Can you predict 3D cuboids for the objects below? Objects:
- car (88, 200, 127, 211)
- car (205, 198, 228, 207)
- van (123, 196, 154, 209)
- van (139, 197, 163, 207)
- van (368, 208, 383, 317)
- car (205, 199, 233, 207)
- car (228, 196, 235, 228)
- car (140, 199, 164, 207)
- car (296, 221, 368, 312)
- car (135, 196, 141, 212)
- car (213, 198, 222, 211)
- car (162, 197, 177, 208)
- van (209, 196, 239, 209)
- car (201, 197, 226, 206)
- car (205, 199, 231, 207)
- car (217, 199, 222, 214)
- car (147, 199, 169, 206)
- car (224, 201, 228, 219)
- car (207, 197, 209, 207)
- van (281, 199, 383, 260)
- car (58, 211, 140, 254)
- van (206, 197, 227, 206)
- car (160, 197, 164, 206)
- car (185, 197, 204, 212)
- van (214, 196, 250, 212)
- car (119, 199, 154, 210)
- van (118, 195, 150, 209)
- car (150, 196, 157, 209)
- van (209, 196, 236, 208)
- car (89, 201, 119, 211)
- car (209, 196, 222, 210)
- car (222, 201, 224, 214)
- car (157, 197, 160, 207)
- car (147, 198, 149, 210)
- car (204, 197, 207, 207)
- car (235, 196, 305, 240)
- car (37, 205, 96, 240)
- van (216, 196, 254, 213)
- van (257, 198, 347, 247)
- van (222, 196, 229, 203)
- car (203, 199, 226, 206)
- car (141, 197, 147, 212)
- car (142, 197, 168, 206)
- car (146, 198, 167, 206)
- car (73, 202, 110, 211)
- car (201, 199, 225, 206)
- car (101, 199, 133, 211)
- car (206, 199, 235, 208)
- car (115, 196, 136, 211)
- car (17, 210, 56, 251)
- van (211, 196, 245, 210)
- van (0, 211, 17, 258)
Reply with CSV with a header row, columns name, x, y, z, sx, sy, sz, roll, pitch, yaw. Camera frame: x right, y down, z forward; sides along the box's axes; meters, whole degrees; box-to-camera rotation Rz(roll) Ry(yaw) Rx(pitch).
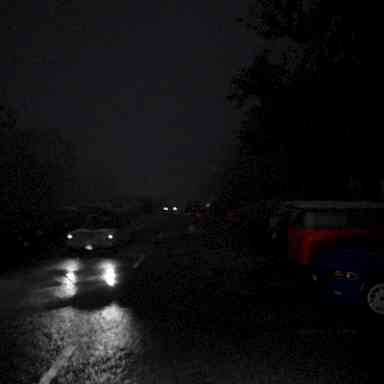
name,x,y,z,sx,sy,sz,roll,pitch,yaw
car,-8.051,1.622,26.401,4.892,1.521,2.231,0,0,0
car,4.997,2.078,67.825,4.553,1.767,2.185,0,-1,0
van,-8.165,1.616,51.370,4.442,1.987,1.878,0,-1,0
van,-7.934,1.920,65.248,4.442,1.987,1.878,0,-1,0
van,4.931,1.268,4.119,4.442,1.987,1.878,0,0,0
car,5.024,2.081,62.283,5.008,1.535,2.097,0,-1,0
car,5.009,1.321,17.985,5.566,2.045,2.435,0,0,0
car,-8.049,2.247,68.018,4.674,1.452,2.002,0,-1,0
car,5.044,1.507,6.903,5.008,1.535,2.097,0,0,0
car,-8.077,1.544,34.730,4.553,1.767,2.185,0,0,0
car,5.029,1.669,34.605,5.008,1.535,2.097,0,0,0
car,-3.559,2.010,56.943,1.812,1.442,4.674,0,-1,0
van,4.914,1.613,51.210,4.442,1.987,1.878,0,-1,0
car,5.054,2.203,78.902,5.566,2.045,2.435,0,-2,0
car,5.024,2.145,65.178,5.008,1.535,2.097,0,-1,0
car,5.032,1.693,31.834,4.674,1.452,2.002,0,0,0
car,-8.047,2.461,79.116,5.008,1.535,2.097,0,-1,0
car,5.030,1.604,23.525,5.008,1.535,2.097,0,0,0
car,5.037,1.777,48.436,5.008,1.535,2.097,0,-1,0
van,5.155,1.297,9.675,4.442,1.987,1.878,0,0,0
car,-3.603,1.669,13.909,1.895,1.301,4.718,0,0,0
van,5.145,2.038,70.597,4.442,1.987,1.878,0,-1,0
car,-8.045,2.085,62.467,5.008,1.535,2.097,0,-1,0
car,0.090,1.728,42.651,2.128,1.511,4.902,0,0,0
van,5.149,1.493,42.917,4.442,1.987,1.878,0,0,0
car,-8.019,1.810,48.583,4.792,1.488,2.163,0,-1,0
van,-8.164,1.493,43.059,4.442,1.987,1.878,0,0,0
car,-8.019,1.484,45.835,5.566,2.045,2.435,0,0,0
van,5.147,1.734,56.749,4.442,1.987,1.878,0,-1,0
car,-8.037,1.606,23.624,4.892,1.521,2.231,0,0,0
car,5.005,1.435,37.501,5.566,2.045,2.435,0,0,0
car,5.038,1.662,26.419,4.674,1.452,2.002,0,0,0
car,-8.046,1.942,54.140,4.674,1.452,2.002,0,-1,0
car,-8.044,1.743,40.281,4.674,1.452,2.002,0,0,0
car,4.846,1.896,53.973,5.366,1.575,1.946,0,-1,0
car,5.009,1.304,15.214,5.566,2.045,2.435,0,0,0
car,-8.072,1.602,18.072,4.792,1.488,2.163,0,0,0
van,5.150,1.477,40.272,4.442,1.987,1.878,0,0,0
van,4.921,1.314,12.445,4.442,1.987,1.878,0,0,0
van,5.152,1.412,29.191,4.442,1.987,1.878,0,0,0
car,5.021,2.326,73.362,4.892,1.521,2.231,0,-1,0
car,-8.052,1.686,37.505,5.008,1.535,2.097,0,0,0
car,-8.081,2.078,73.575,5.566,2.045,2.435,0,-1,0
car,-8.021,2.267,76.343,4.553,1.767,2.185,0,-1,0
car,-8.229,1.585,20.849,5.366,1.575,1.946,0,0,0
car,4.842,2.384,76.128,5.366,1.575,1.946,0,-1,0
car,-8.230,1.634,29.177,5.366,1.575,1.946,0,0,0
car,5.024,2.022,59.513,4.892,1.521,2.231,0,-1,0
car,-8.077,1.528,31.954,4.553,1.767,2.185,0,0,0
car,-8.071,1.569,12.520,4.792,1.488,2.163,0,0,0
van,4.916,1.510,45.820,4.442,1.987,1.878,0,-1,0
van,-7.925,1.297,9.745,4.442,1.987,1.878,0,0,0
